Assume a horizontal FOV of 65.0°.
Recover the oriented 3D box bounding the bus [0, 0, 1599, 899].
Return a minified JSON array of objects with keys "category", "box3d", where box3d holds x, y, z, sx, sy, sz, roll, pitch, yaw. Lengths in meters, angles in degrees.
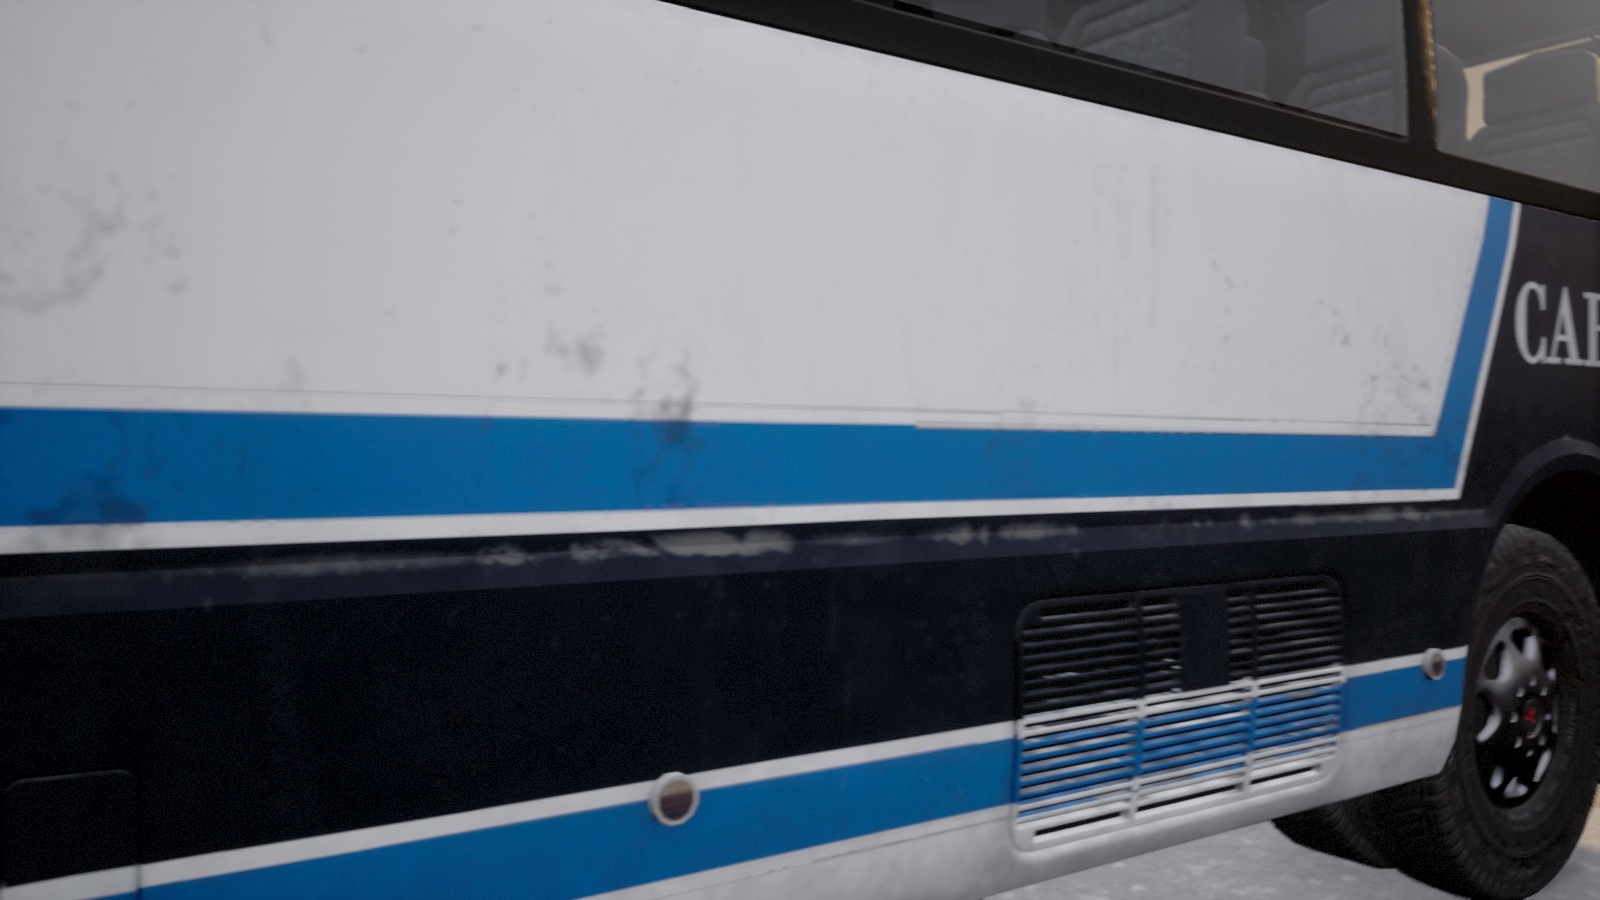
[{"category":"bus","box3d":[-0.702,-0.621,3.785,10.273,4.253,3.944,0,0,-35]}]
